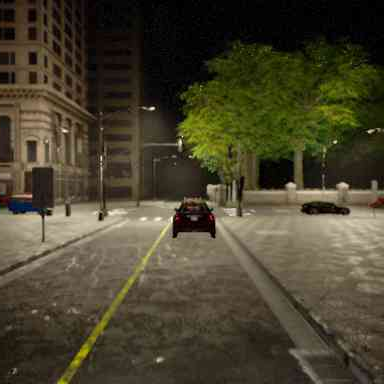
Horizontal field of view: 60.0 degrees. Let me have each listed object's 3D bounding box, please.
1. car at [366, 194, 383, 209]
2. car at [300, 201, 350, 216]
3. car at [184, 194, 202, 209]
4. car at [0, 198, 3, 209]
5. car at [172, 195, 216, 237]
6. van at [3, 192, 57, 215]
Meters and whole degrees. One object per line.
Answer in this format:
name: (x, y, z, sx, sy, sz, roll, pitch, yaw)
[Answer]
car: (23.159, 1.060, 38.732, 5.009, 1.841, 2.192, 0, 1, 0)
car: (12.078, 1.468, 30.270, 4.313, 1.339, 1.947, 0, 1, 0)
car: (0.099, 1.098, 41.723, 2.097, 1.767, 4.553, 0, 0, 0)
car: (-20.020, 1.284, 30.429, 4.097, 1.590, 1.967, 0, 1, 0)
car: (0.100, 1.239, 17.426, 2.097, 1.767, 4.553, 0, 0, 0)
van: (-14.579, 1.192, 30.399, 3.998, 1.788, 1.690, 0, 1, 0)
